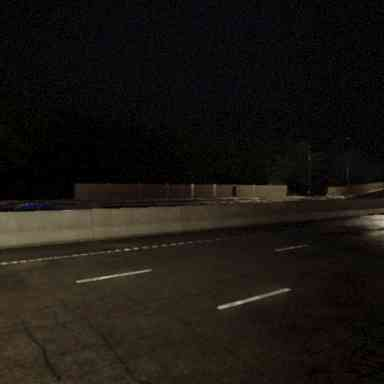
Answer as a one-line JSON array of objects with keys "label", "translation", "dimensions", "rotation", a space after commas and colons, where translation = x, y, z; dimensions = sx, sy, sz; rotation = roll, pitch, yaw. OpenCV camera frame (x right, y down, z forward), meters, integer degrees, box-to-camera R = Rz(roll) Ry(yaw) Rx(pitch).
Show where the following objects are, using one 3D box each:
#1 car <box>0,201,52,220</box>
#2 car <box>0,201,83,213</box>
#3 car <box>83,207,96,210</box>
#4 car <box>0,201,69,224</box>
[{"label": "car", "translation": [-14.774, 1.538, 27.843], "dimensions": [5.357, 1.411, 2.033], "rotation": [0, 0, -35]}, {"label": "car", "translation": [-9.147, 1.467, 18.955], "dimensions": [5.008, 1.535, 1.882], "rotation": [0, 0, -35]}, {"label": "car", "translation": [-9.175, 1.527, 23.227], "dimensions": [5.357, 1.411, 2.033], "rotation": [0, 0, -35]}, {"label": "car", "translation": [-12.224, 1.479, 25.357], "dimensions": [4.902, 1.511, 2.128], "rotation": [0, 0, -35]}]
